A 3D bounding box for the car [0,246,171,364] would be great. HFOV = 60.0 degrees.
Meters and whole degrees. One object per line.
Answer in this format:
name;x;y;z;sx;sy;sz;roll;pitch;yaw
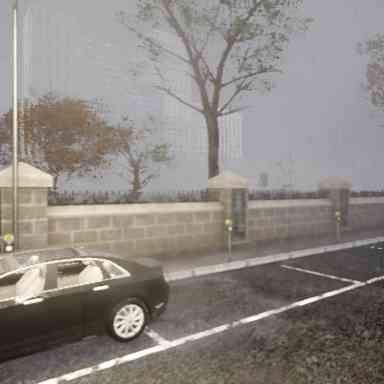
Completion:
car;-2.409;1.548;4.839;4.403;1.369;2.008;0;0;-36
